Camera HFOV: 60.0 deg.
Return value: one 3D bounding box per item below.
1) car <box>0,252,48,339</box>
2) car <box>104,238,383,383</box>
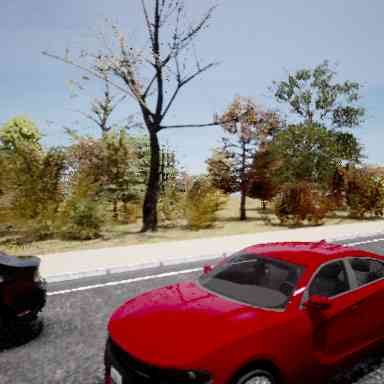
[{"bbox_3d":[-4.571,1.500,4.394,4.892,1.490,1.837,0,0,-35],"label":"car"},{"bbox_3d":[1.326,1.476,4.590,5.008,1.535,1.882,0,0,-35],"label":"car"}]
